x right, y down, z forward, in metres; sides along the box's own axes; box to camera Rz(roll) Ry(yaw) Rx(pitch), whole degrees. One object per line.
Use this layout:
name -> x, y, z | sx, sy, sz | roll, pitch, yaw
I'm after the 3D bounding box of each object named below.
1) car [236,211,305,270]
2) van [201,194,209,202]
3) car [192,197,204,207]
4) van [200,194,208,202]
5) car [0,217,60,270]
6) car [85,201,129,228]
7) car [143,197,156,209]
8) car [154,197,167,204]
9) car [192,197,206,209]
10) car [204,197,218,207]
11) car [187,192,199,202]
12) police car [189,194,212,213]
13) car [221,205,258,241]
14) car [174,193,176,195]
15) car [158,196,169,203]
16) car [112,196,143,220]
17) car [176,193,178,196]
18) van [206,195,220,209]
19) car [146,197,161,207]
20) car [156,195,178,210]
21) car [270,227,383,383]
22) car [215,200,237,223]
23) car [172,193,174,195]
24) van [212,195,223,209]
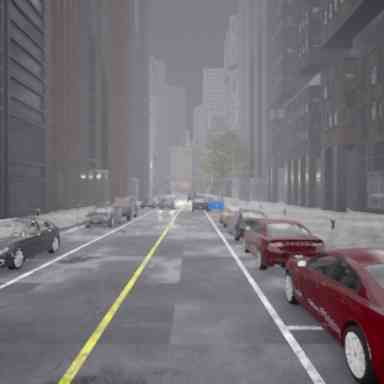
car -> 2.765, 1.537, 10.847 | 1.887, 1.381, 4.507 | 0, 0, 0
van -> 2.774, 1.326, 72.649 | 1.690, 1.788, 3.998 | 0, 0, 0
car -> 0.910, 1.508, 53.375 | 1.812, 1.442, 4.674 | 0, 0, 0
van -> 2.775, 1.328, 78.267 | 1.690, 1.788, 3.998 | 0, 0, 0
car -> -5.760, 1.544, 10.837 | 2.008, 1.369, 4.403 | 0, 0, 0
car -> -5.758, 1.538, 22.075 | 2.008, 1.369, 4.403 | 0, 0, 0
car -> -5.755, 1.548, 44.550 | 1.947, 1.339, 4.313 | 0, 0, 0
car -> -5.752, 1.549, 61.406 | 1.947, 1.339, 4.313 | 0, 0, 0
car -> 0.909, 1.487, 47.375 | 1.837, 1.490, 4.892 | 0, 0, 0
car -> 2.771, 1.526, 50.176 | 1.887, 1.381, 4.507 | 0, 0, 0
car -> 0.013, 1.113, 72.704 | 2.150, 2.045, 5.566 | 0, 0, 0
police car -> 0.907, 1.408, 37.485 | 1.930, 1.638, 5.238 | 0, 0, 0
car -> 2.766, 1.540, 16.459 | 2.008, 1.369, 4.403 | 0, 0, 0
car -> -5.749, 1.430, 83.881 | 1.967, 1.590, 4.097 | 0, 0, 0
car -> -5.751, 1.550, 67.025 | 1.947, 1.339, 4.313 | 0, 0, 0
car -> -5.758, 1.300, 27.693 | 2.192, 1.841, 5.009 | 0, 0, 0
car -> -5.747, 1.546, 95.119 | 2.008, 1.369, 4.403 | 0, 0, 0
van -> 2.770, 1.323, 44.557 | 1.690, 1.788, 3.998 | 0, 0, 0
car -> -5.754, 1.507, 49.999 | 1.752, 1.417, 4.829 | 0, 0, 0
car -> -3.084, 1.489, 41.832 | 1.837, 1.490, 4.892 | 0, 0, 0
car -> 2.764, 1.541, 5.229 | 1.887, 1.381, 4.507 | 0, 0, 0
car -> 2.766, 1.512, 22.254 | 1.752, 1.417, 4.829 | 0, 0, 0
car -> -5.750, 1.513, 78.093 | 1.752, 1.417, 4.829 | 0, 0, 0
van -> 2.769, 1.323, 38.938 | 1.690, 1.788, 3.998 | 0, 0, 0
